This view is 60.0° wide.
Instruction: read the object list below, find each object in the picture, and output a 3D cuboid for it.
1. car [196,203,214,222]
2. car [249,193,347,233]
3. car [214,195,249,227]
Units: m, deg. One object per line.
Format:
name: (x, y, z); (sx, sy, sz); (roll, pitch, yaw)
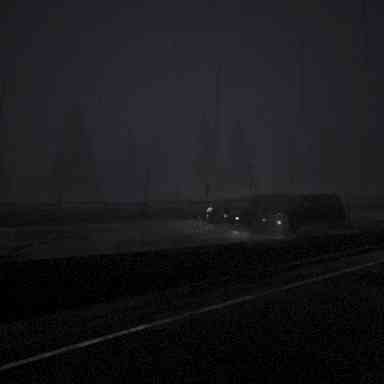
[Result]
car: (2.550, 1.252, 24.974); (4.553, 1.767, 2.097); (0, 0, -27)
car: (6.309, 1.119, 19.014); (5.566, 2.045, 2.150); (0, 0, -27)
car: (4.566, 1.119, 22.049); (5.566, 2.045, 2.150); (0, 0, -27)
